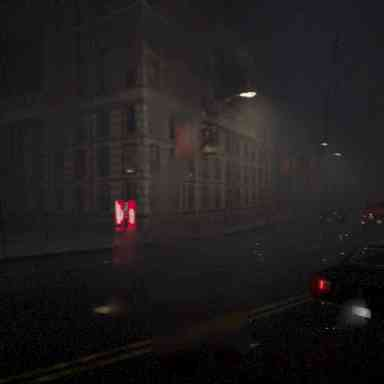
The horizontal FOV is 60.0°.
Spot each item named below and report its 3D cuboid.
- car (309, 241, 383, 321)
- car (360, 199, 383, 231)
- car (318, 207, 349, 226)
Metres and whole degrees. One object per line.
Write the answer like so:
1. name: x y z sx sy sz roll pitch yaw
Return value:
1. car: 4.499 1.690 6.892 4.718 1.301 1.895 0 -1 -40
2. car: 13.032 1.525 22.921 2.150 2.045 5.566 -1 -1 32
3. car: 11.698 1.937 27.385 1.812 1.442 4.674 -1 -2 32
